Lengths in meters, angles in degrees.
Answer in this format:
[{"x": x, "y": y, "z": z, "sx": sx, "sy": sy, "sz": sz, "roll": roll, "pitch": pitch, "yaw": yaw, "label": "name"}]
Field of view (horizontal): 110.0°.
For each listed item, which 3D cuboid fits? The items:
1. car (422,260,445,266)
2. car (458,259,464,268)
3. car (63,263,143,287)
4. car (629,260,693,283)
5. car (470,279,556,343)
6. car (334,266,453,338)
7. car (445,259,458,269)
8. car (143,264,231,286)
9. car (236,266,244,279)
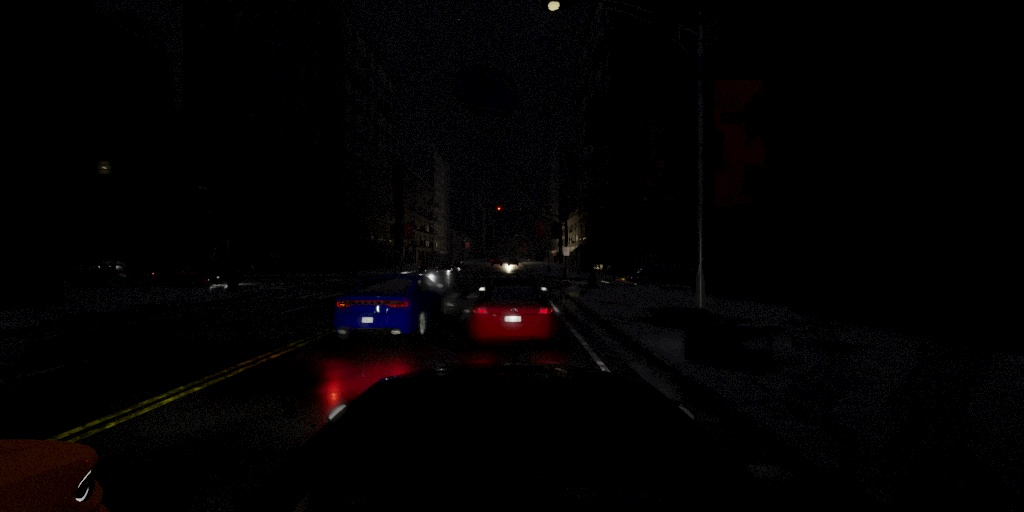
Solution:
[{"x": -9.708, "y": 1.350, "z": 42.554, "sx": 1.895, "sy": 1.301, "sz": 4.718, "roll": 0, "pitch": 0, "yaw": 0, "label": "car"}, {"x": -9.603, "y": 1.290, "z": 63.143, "sx": 2.033, "sy": 1.411, "sz": 5.357, "roll": 0, "pitch": 0, "yaw": 1, "label": "car"}, {"x": -25.346, "y": 1.172, "z": 22.531, "sx": 4.097, "sy": 1.591, "sz": 1.967, "roll": 0, "pitch": 0, "yaw": 0, "label": "car"}, {"x": 11.637, "y": 1.140, "z": 28.083, "sx": 4.553, "sy": 1.767, "sz": 2.097, "roll": 0, "pitch": 0, "yaw": 2, "label": "car"}, {"x": 0.031, "y": 1.314, "z": 9.674, "sx": 1.994, "sy": 1.385, "sz": 4.181, "roll": 0, "pitch": 0, "yaw": 0, "label": "car"}, {"x": -3.119, "y": 1.228, "z": 10.202, "sx": 1.882, "sy": 1.535, "sz": 5.008, "roll": 0, "pitch": 0, "yaw": 0, "label": "car"}, {"x": -9.668, "y": 1.251, "z": 52.813, "sx": 1.837, "sy": 1.490, "sz": 4.892, "roll": 0, "pitch": 0, "yaw": 0, "label": "car"}, {"x": -22.518, "y": 1.307, "z": 25.049, "sx": 4.181, "sy": 1.385, "sz": 1.994, "roll": 0, "pitch": 0, "yaw": 1, "label": "car"}, {"x": -25.276, "y": 1.330, "z": 30.556, "sx": 4.313, "sy": 1.339, "sz": 1.948, "roll": 0, "pitch": 0, "yaw": 0, "label": "car"}]
